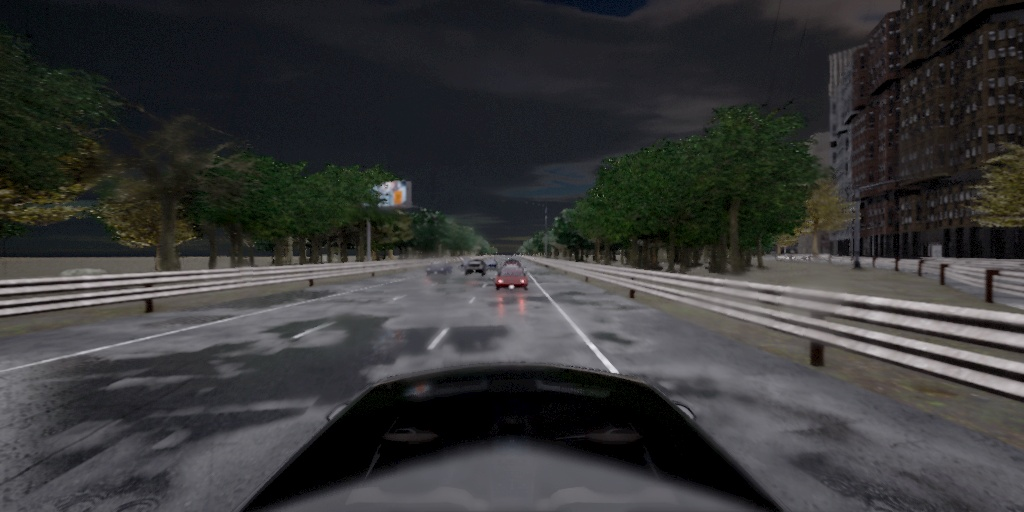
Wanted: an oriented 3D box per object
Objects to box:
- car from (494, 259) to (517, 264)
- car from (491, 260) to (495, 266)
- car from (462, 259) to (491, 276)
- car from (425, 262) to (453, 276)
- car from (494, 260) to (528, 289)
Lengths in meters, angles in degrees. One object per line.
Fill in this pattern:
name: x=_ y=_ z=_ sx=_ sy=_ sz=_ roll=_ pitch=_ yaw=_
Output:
car: x=0.022 y=1.186 z=26.869 sx=1.812 sy=1.442 sz=4.674 roll=0 pitch=-2 yaw=4
car: x=-3.405 y=1.113 z=58.775 sx=1.994 sy=1.385 sz=4.181 roll=0 pitch=0 yaw=0
car: x=-3.460 y=1.145 z=35.461 sx=1.837 sy=1.490 sz=4.892 roll=0 pitch=0 yaw=1
car: x=-6.970 y=1.241 z=34.943 sx=1.895 sy=1.301 sz=4.718 roll=0 pitch=0 yaw=0
car: x=0.019 y=1.264 z=21.879 sx=1.895 sy=1.301 sz=4.718 roll=0 pitch=4 yaw=1
